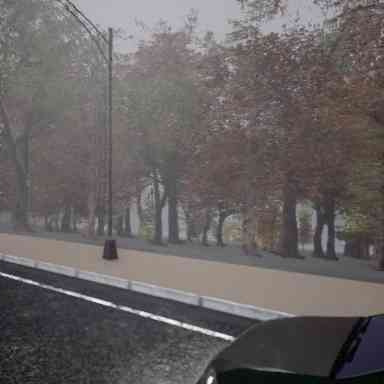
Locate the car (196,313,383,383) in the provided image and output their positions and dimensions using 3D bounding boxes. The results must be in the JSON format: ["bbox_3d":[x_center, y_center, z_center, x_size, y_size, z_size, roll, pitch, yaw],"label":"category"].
[{"bbox_3d":[2.018,1.561,2.247,4.181,1.385,1.994,0,0,35],"label":"car"}]
